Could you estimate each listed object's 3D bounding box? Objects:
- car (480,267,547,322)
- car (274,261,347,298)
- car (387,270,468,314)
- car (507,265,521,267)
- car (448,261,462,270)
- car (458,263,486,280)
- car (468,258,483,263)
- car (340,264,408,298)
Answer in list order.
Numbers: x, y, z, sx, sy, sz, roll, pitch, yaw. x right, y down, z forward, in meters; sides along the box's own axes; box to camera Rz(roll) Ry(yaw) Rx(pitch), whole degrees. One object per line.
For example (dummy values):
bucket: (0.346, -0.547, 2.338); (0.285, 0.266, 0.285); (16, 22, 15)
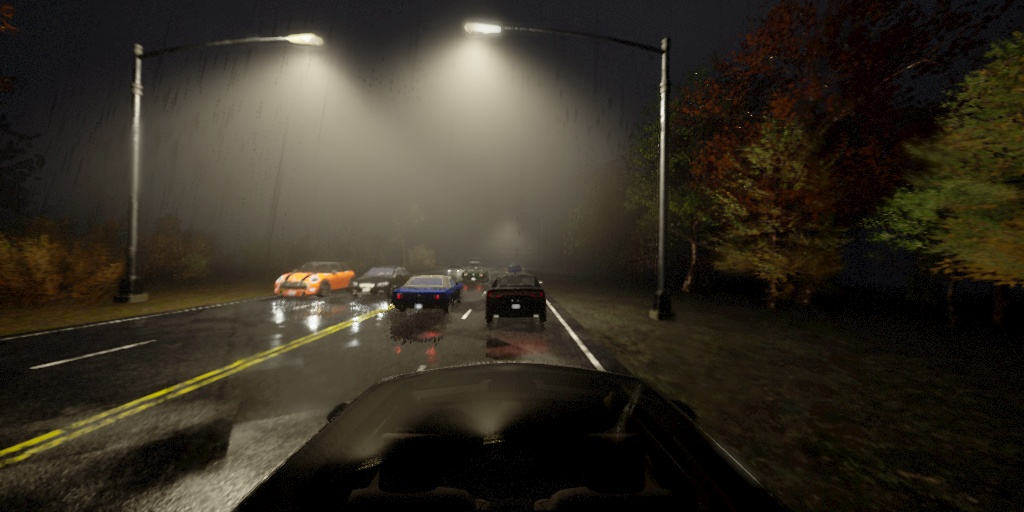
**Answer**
car: (0.116, 1.314, 12.781); (1.882, 1.535, 5.008); (-1, 0, 0)
car: (-9.795, 1.080, 18.258); (2.097, 1.767, 4.553); (1, 0, 0)
car: (-3.117, 1.413, 14.250); (1.895, 1.301, 4.718); (1, 0, 0)
car: (0.216, 1.524, 33.032); (1.812, 1.442, 4.674); (-1, 0, 0)
car: (-9.409, 1.548, 59.870); (1.837, 1.490, 4.892); (1, 0, 1)
car: (-3.041, 1.545, 30.576); (1.895, 1.301, 4.718); (1, 0, 0)
car: (-6.143, 1.336, 60.442); (2.150, 2.045, 5.566); (1, 0, 1)
car: (-6.547, 1.279, 18.588); (2.128, 1.511, 4.902); (1, 0, 0)
